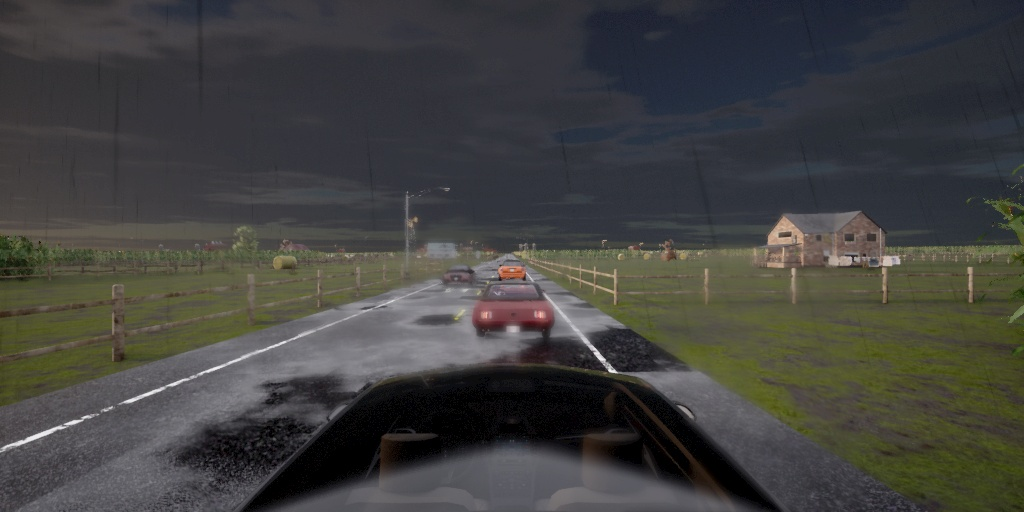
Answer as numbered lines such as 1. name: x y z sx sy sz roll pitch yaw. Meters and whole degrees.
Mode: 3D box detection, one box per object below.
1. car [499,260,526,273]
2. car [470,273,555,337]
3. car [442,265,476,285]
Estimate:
1. car: 0.017 1.088 29.010 2.097 1.767 4.553 0 0 0
2. car: 0.044 1.350 10.241 1.895 1.301 4.718 0 0 0
3. car: -3.650 1.303 25.455 1.994 1.385 4.181 0 0 0
